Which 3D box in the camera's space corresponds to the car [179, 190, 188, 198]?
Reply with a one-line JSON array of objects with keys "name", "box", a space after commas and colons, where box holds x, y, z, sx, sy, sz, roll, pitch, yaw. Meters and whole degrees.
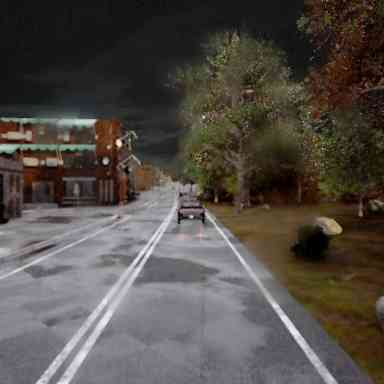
[{"name": "car", "box": [-1.960, 0.478, 74.065, 1.882, 1.535, 5.008, 0, 1, -3]}]

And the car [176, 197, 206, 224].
[{"name": "car", "box": [-0.069, 1.341, 23.597, 2.128, 1.511, 4.902, 0, 0, -1]}]

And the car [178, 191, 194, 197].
[{"name": "car", "box": [-0.518, 1.049, 42.523, 2.097, 1.767, 4.553, 0, 1, -2]}]
